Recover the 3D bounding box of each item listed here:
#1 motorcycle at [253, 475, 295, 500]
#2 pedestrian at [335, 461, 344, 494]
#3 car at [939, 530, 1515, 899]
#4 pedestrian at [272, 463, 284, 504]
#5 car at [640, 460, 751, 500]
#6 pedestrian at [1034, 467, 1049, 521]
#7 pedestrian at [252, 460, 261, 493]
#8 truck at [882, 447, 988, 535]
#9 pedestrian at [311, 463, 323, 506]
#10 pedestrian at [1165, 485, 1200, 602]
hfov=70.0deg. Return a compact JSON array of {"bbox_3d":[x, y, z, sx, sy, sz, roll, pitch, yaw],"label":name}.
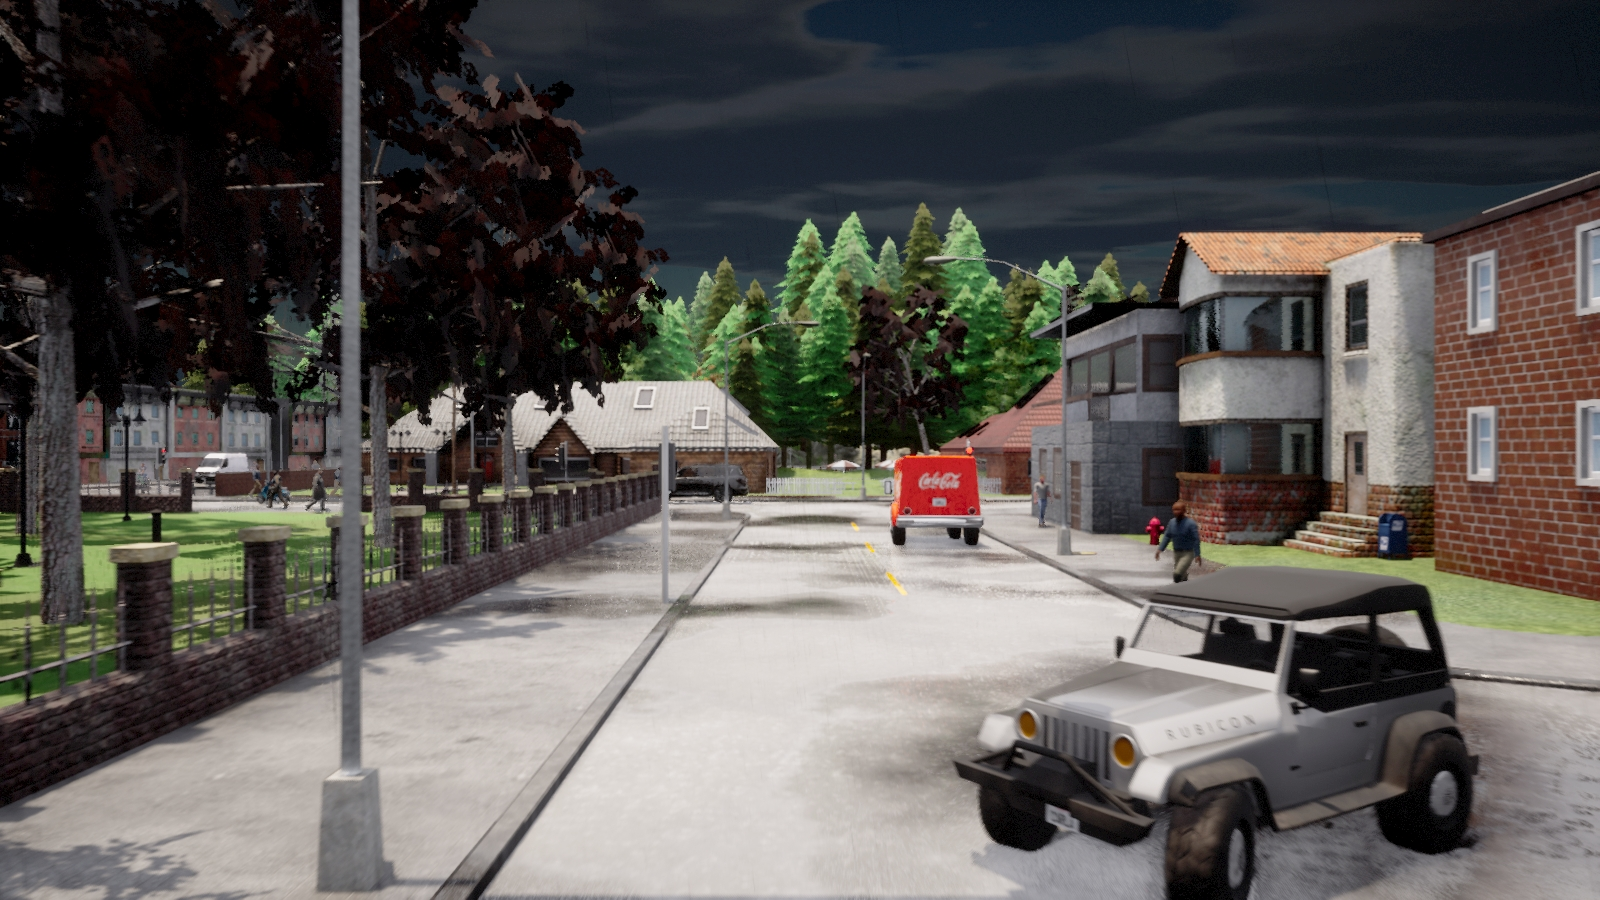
[{"bbox_3d":[-27.454,1.958,59.700,1.805,1.236,0.856,0,0,0],"label":"motorcycle"},{"bbox_3d":[-25.584,1.519,63.448,0.375,1.860,0.375,0,0,-12],"label":"pedestrian"},{"bbox_3d":[3.095,1.636,8.112,3.866,1.878,1.905,0,0,-33],"label":"car"},{"bbox_3d":[-23.585,1.519,51.626,0.375,1.860,0.375,0,0,4],"label":"pedestrian"},{"bbox_3d":[-5.402,1.554,59.682,5.566,2.045,2.150,0,0,0],"label":"car"},{"bbox_3d":[8.334,1.515,39.360,0.375,1.860,0.375,0,0,-14],"label":"pedestrian"},{"bbox_3d":[-30.921,1.513,65.040,0.375,1.860,0.375,0,0,-6],"label":"pedestrian"},{"bbox_3d":[3.971,1.296,34.674,2.627,2.467,5.204,0,-3,1],"label":"truck"},{"bbox_3d":[-21.288,1.522,50.352,0.375,1.860,0.375,0,0,-1],"label":"pedestrian"},{"bbox_3d":[6.234,1.514,18.627,0.375,1.860,0.375,0,0,-33],"label":"pedestrian"}]
